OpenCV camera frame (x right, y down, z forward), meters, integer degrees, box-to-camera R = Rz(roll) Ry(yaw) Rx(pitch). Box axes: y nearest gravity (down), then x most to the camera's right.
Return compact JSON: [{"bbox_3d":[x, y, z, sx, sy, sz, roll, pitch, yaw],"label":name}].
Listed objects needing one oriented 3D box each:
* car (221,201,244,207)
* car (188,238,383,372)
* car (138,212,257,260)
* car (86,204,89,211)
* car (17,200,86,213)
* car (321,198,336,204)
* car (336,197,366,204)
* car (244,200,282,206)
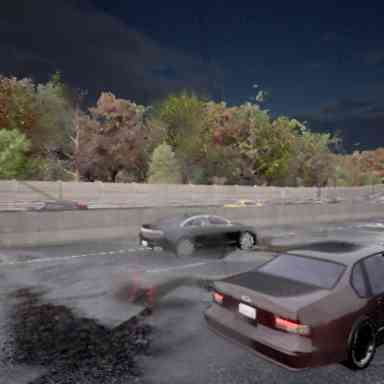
[{"bbox_3d":[4.969,1.596,33.301,5.008,1.535,1.882,1,0,-35],"label":"car"},{"bbox_3d":[2.749,1.572,5.704,5.357,1.411,2.033,0,0,-35],"label":"car"},{"bbox_3d":[0.384,1.526,12.615,4.902,1.511,2.128,0,0,-35],"label":"car"},{"bbox_3d":[-11.857,1.515,29.919,5.008,1.535,1.882,0,0,-36],"label":"car"},{"bbox_3d":[-11.183,1.555,26.110,4.674,1.442,1.812,0,0,-35],"label":"car"},{"bbox_3d":[23.261,1.782,54.832,4.902,1.511,2.128,1,0,-35],"label":"car"},{"bbox_3d":[25.122,1.633,51.865,4.553,1.767,2.097,0,0,-35],"label":"car"},{"bbox_3d":[7.212,1.684,30.593,4.181,1.385,1.994,1,0,-35],"label":"car"}]
